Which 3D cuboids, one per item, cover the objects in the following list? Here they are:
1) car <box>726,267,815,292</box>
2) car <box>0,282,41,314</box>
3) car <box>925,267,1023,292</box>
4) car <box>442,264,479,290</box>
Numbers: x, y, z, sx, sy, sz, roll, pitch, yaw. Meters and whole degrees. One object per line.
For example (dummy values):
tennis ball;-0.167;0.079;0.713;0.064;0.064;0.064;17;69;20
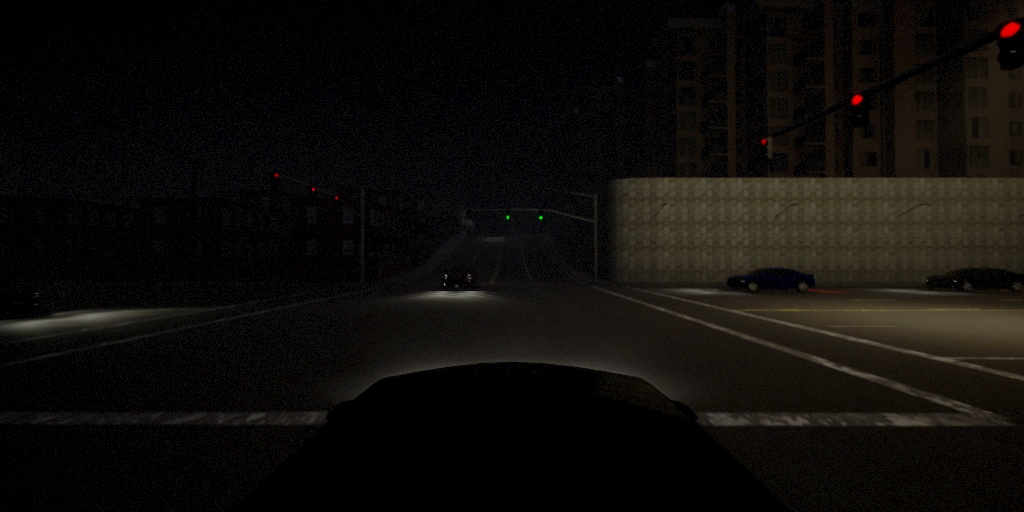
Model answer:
car;16.496;1.479;23.026;5.008;1.535;1.882;0;-1;0
car;-19.604;1.354;12.441;5.008;1.535;1.882;0;-1;0
car;29.642;1.476;22.984;5.008;1.535;1.882;0;-1;0
car;-3.500;1.368;24.908;2.097;1.767;4.553;0;-1;0
